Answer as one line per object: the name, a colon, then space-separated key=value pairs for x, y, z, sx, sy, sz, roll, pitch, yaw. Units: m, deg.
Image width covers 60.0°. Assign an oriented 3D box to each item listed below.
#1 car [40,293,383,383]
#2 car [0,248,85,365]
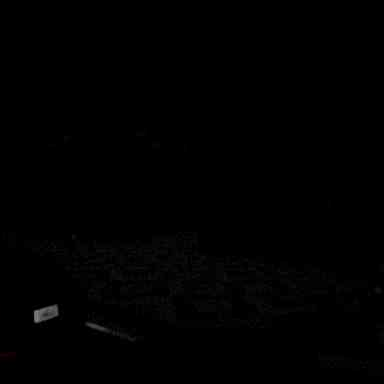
car: x=1.022 y=1.585 z=2.231 sx=4.206 sy=1.307 sz=1.802 roll=-1 pitch=0 yaw=36
car: x=-3.570 y=1.626 z=5.507 sx=4.313 sy=1.339 sz=1.947 roll=-1 pitch=0 yaw=36
